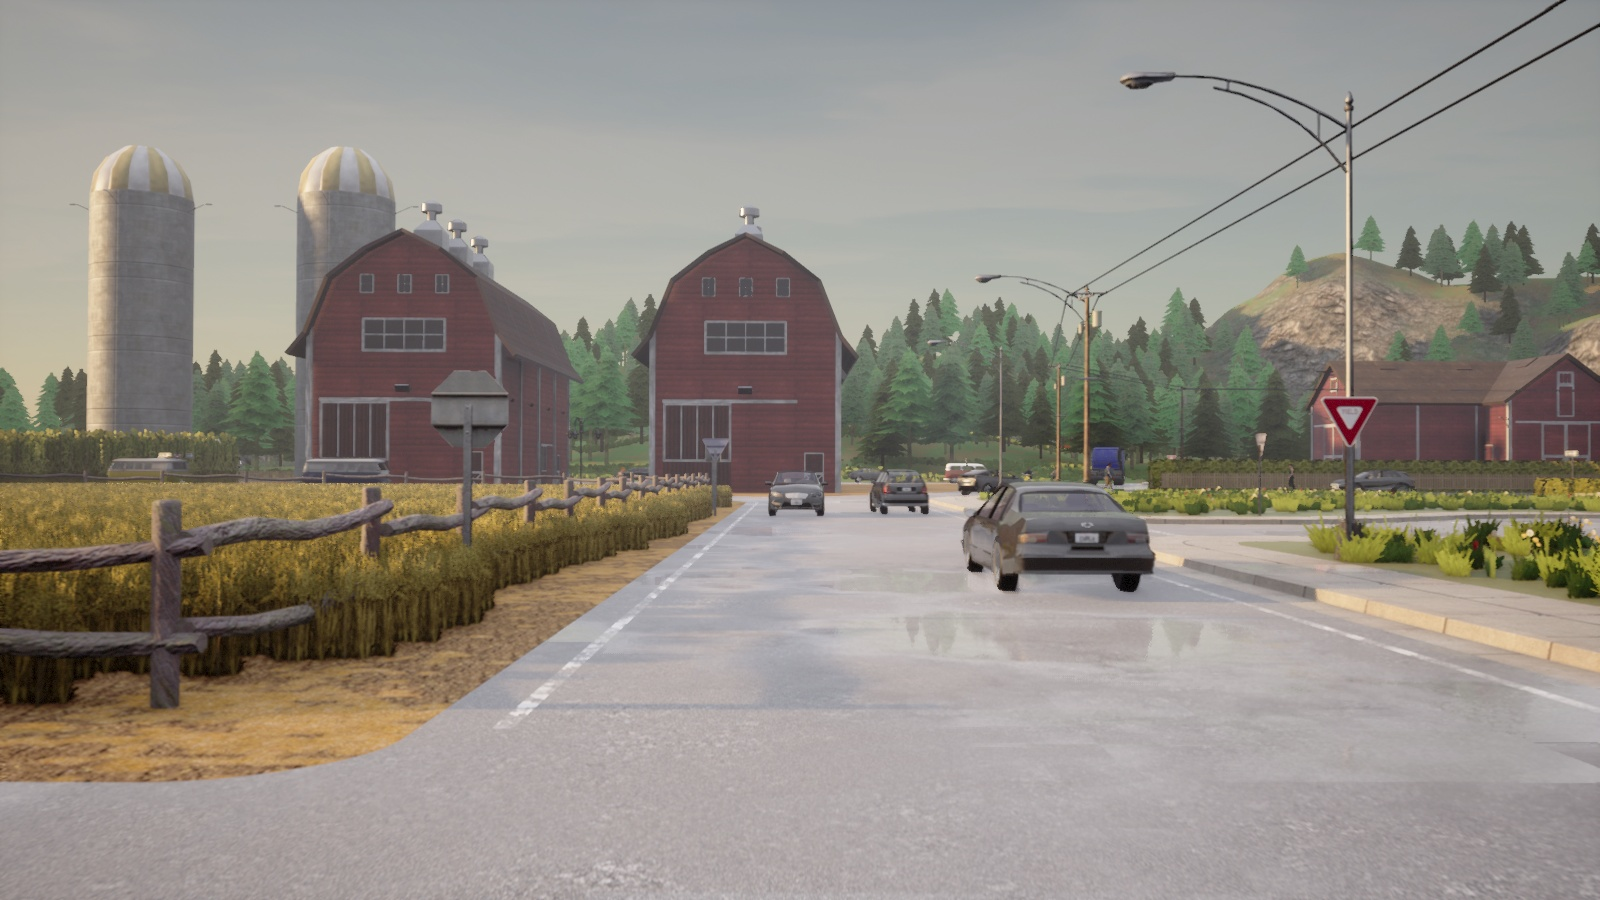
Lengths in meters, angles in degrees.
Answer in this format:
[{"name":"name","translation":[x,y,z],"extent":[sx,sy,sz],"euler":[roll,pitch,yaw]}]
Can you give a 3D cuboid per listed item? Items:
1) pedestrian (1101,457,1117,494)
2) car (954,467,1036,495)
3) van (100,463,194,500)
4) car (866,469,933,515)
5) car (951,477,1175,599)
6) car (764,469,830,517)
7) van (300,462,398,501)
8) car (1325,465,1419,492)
[{"name":"pedestrian","translation":[16.593,1.379,67.406],"extent":[0.788,1.949,0.423],"euler":[0,-1,4]},{"name":"car","translation":[11.104,1.731,71.502],"extent":[4.514,1.525,2.007],"euler":[0,-1,-36]},{"name":"van","translation":[-35.774,1.740,68.828],"extent":[4.442,1.987,1.775],"euler":[0,0,12]},{"name":"car","translation":[3.485,1.447,44.699],"extent":[1.789,1.549,3.705],"euler":[0,-1,-5]},{"name":"car","translation":[3.453,1.110,17.644],"extent":[2.033,1.411,5.357],"euler":[0,-1,0]},{"name":"car","translation":[-0.108,1.408,42.604],"extent":[2.128,1.511,4.902],"euler":[0,-1,0]},{"name":"van","translation":[-23.423,1.638,65.314],"extent":[4.442,1.987,1.775],"euler":[0,-1,-3]},{"name":"car","translation":[35.201,1.762,77.360],"extent":[4.856,1.649,2.033],"euler":[0,-1,0]}]
